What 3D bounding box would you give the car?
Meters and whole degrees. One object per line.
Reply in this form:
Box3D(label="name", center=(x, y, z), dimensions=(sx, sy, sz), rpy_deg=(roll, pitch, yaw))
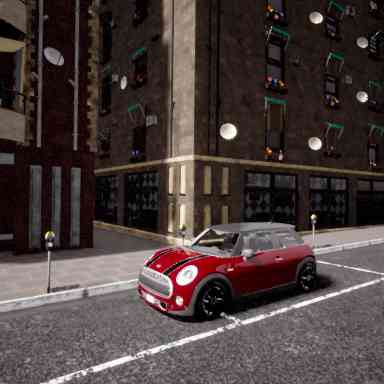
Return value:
Box3D(label="car", center=(0.854, 1.442, 7.300), dimensions=(4.097, 1.590, 1.967), rpy_deg=(0, 1, -35))
